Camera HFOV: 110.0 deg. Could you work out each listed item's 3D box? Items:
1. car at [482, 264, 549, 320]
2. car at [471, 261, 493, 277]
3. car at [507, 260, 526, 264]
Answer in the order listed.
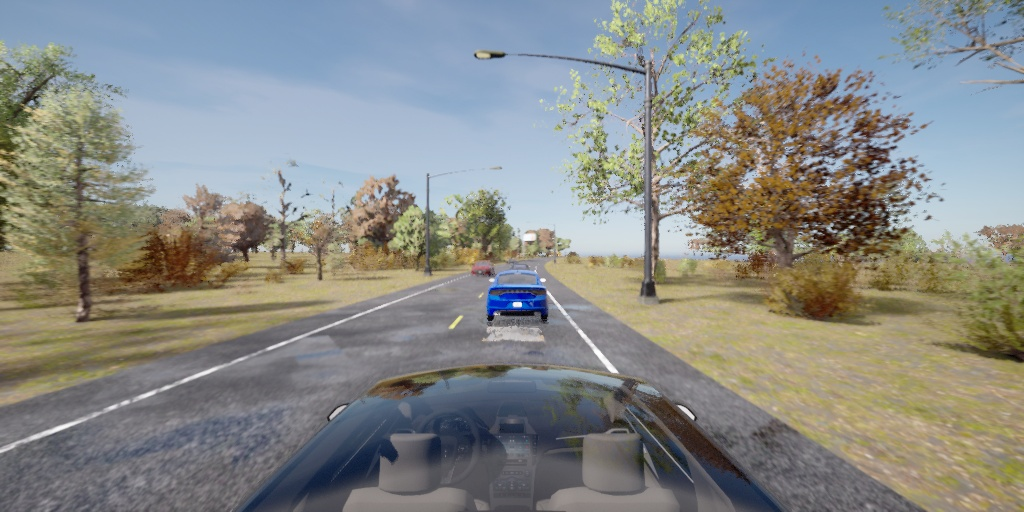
[{"bbox_3d":[0.198,1.227,12.680,1.882,1.535,5.008,0,0,1],"label":"car"},{"bbox_3d":[-2.822,1.224,35.427,1.882,1.535,5.008,0,0,3],"label":"car"},{"bbox_3d":[0.690,1.312,30.852,1.994,1.385,4.181,0,0,2],"label":"car"}]
